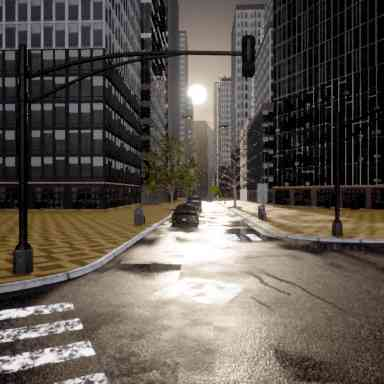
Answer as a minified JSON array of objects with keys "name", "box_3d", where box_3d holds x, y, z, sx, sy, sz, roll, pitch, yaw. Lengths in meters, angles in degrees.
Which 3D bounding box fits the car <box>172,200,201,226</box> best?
[{"name":"car","box_3d":[-0.447,1.654,25.419,1.882,1.535,5.008,0,0,2]}]

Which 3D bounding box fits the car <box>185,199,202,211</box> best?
[{"name":"car","box_3d":[-0.089,1.777,35.633,1.812,1.442,4.674,0,0,2]}]

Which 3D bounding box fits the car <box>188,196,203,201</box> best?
[{"name":"car","box_3d":[0.281,1.554,46.286,2.150,2.045,5.566,0,0,2]}]
